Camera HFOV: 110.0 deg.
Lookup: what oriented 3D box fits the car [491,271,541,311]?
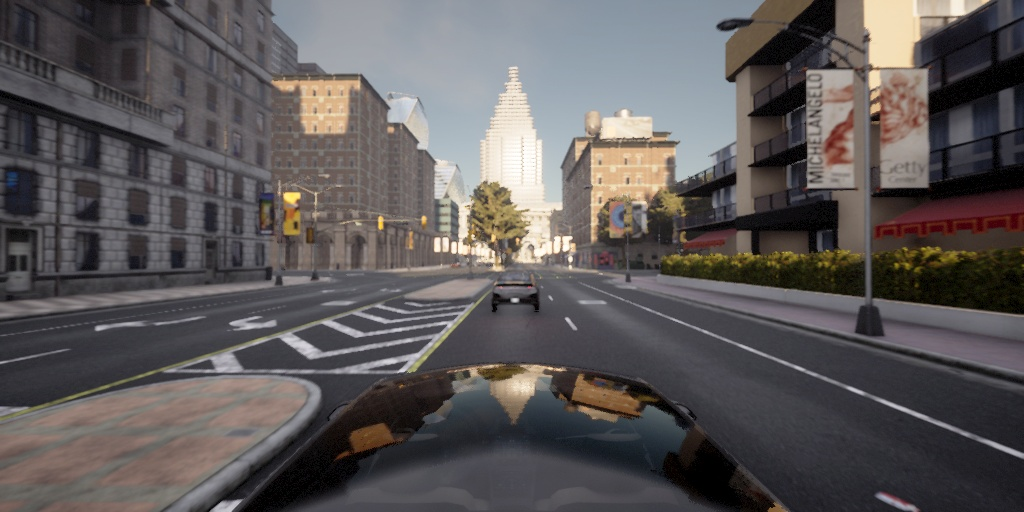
[{"bbox_3d":[0.176,1.373,15.103,2.128,1.511,4.902,0,0,2],"label":"car"}]
